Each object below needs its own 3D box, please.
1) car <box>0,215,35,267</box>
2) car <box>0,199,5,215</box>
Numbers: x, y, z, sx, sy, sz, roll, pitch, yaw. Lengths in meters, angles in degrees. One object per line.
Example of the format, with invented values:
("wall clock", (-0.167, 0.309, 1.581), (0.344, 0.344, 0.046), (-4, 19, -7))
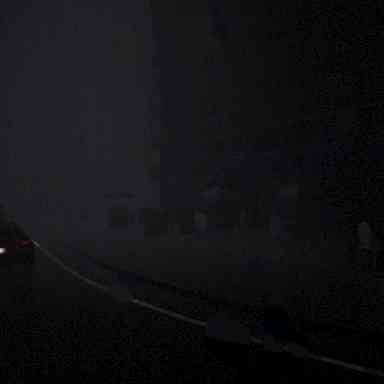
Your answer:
("car", (-6.662, 1.696, 11.363), (1.994, 1.385, 4.181), (0, -1, -33))
("car", (-14.699, 1.495, 23.728), (2.150, 2.045, 5.566), (0, 0, -33))
